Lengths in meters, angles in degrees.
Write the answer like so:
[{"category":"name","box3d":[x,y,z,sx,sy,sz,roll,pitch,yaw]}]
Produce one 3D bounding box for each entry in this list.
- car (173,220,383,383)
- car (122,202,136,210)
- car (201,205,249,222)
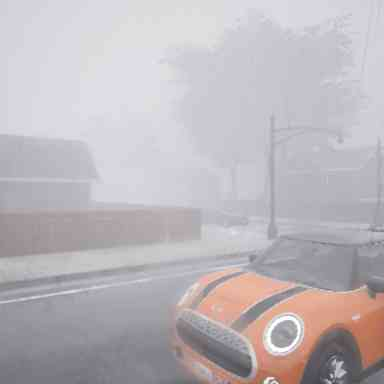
[{"category":"car","box3d":[1.957,1.396,4.955,4.553,1.767,2.097,1,-1,-35]},{"category":"car","box3d":[-7.823,1.988,41.569,2.128,1.511,4.902,0,-1,-30]},{"category":"car","box3d":[2.250,1.826,25.430,1.882,1.535,5.008,0,0,-34]}]
